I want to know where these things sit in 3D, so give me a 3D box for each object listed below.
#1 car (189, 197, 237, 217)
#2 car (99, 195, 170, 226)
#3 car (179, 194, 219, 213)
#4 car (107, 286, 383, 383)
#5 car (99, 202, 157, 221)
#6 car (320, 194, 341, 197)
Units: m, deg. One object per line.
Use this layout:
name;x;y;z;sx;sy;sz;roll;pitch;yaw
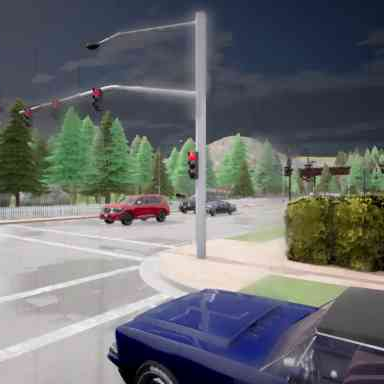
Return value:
car;2.364;1.547;32.282;2.033;1.411;5.357;0;0;38
car;-3.997;1.221;24.249;2.150;2.045;5.566;0;0;38
car;0.983;1.221;36.168;2.150;2.045;5.566;0;0;39
car;1.432;1.601;2.943;4.718;1.301;1.895;0;0;36
car;-5.348;1.601;28.182;1.895;1.301;4.718;0;0;38
car;16.210;1.221;38.203;2.150;2.045;5.566;0;0;38
